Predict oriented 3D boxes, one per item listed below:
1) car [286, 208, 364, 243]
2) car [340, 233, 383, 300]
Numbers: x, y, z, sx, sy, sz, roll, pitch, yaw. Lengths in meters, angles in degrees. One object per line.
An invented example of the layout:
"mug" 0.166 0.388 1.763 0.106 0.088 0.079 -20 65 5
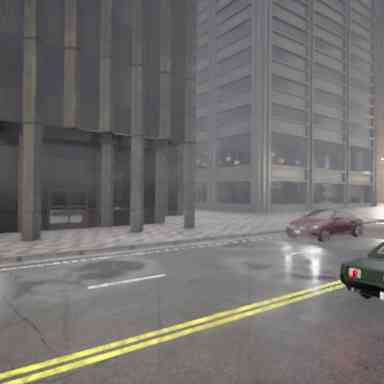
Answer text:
"car" 6.676 1.541 16.438 4.674 1.442 1.812 0 0 -36
"car" 5.350 1.609 7.262 4.718 1.301 1.895 0 0 -36
